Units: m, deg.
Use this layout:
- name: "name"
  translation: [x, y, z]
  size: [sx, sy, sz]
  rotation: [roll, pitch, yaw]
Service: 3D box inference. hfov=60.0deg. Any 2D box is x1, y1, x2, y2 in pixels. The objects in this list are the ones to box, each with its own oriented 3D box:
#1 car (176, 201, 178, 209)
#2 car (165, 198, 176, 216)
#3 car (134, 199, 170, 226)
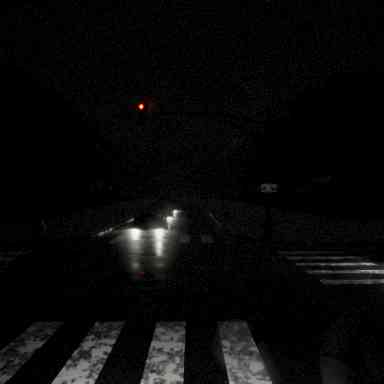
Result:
- name: "car"
  translation: [-2.906, 1.525, 43.491]
  size: [1.837, 1.490, 4.892]
  rotation: [0, 0, 0]
- name: "car"
  translation: [-2.905, 1.492, 33.408]
  size: [1.882, 1.535, 5.008]
  rotation: [0, 0, 0]
- name: "car"
  translation: [-2.893, 1.487, 23.939]
  size: [1.882, 1.535, 5.008]
  rotation: [0, 0, 0]
